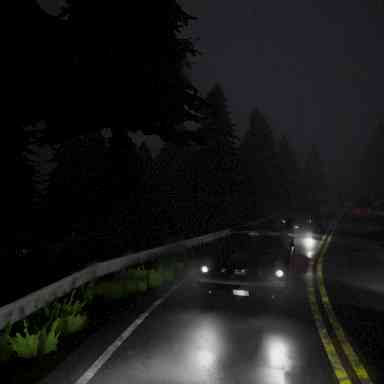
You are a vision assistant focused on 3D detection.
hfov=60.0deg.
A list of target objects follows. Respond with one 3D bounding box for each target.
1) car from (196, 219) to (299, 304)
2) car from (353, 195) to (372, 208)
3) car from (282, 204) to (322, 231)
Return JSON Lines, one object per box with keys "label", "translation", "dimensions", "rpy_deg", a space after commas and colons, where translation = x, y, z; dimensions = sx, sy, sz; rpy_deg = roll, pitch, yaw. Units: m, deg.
{"label": "car", "translation": [1.606, 1.599, 8.431], "dimensions": [1.895, 1.301, 4.718], "rpy_deg": [-1, 0, 18]}
{"label": "car", "translation": [20.695, 1.058, 40.220], "dimensions": [2.128, 1.511, 4.902], "rpy_deg": [-2, 0, 28]}
{"label": "car", "translation": [6.706, 1.460, 20.064], "dimensions": [2.033, 1.411, 5.357], "rpy_deg": [-2, 0, 26]}
